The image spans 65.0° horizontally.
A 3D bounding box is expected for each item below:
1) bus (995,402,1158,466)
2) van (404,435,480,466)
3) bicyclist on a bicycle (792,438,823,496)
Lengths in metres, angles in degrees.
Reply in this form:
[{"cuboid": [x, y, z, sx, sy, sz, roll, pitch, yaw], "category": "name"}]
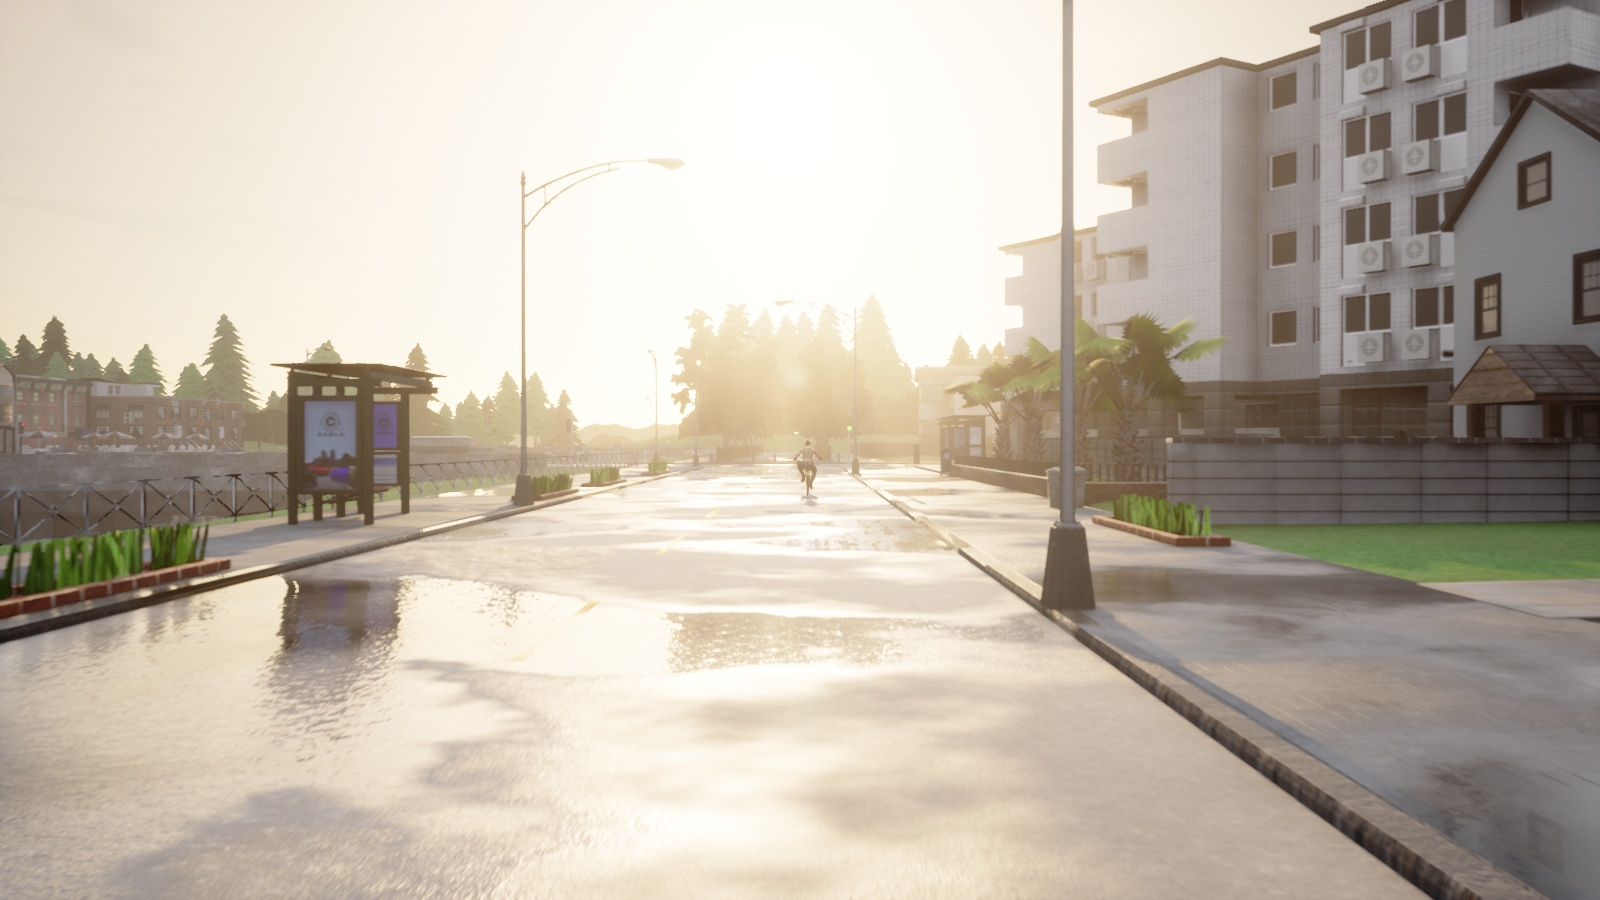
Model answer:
[{"cuboid": [18.730, -1.098, 85.743, 10.273, 4.253, 3.944, 0, 0, 0], "category": "bus"}, {"cuboid": [-23.422, 0.017, 82.200, 4.442, 1.987, 1.775, 0, 0, 0], "category": "van"}, {"cuboid": [0.221, 0.481, 35.788, 0.866, 1.612, 1.509, 0, 0, 0], "category": "bicyclist on a bicycle"}]
